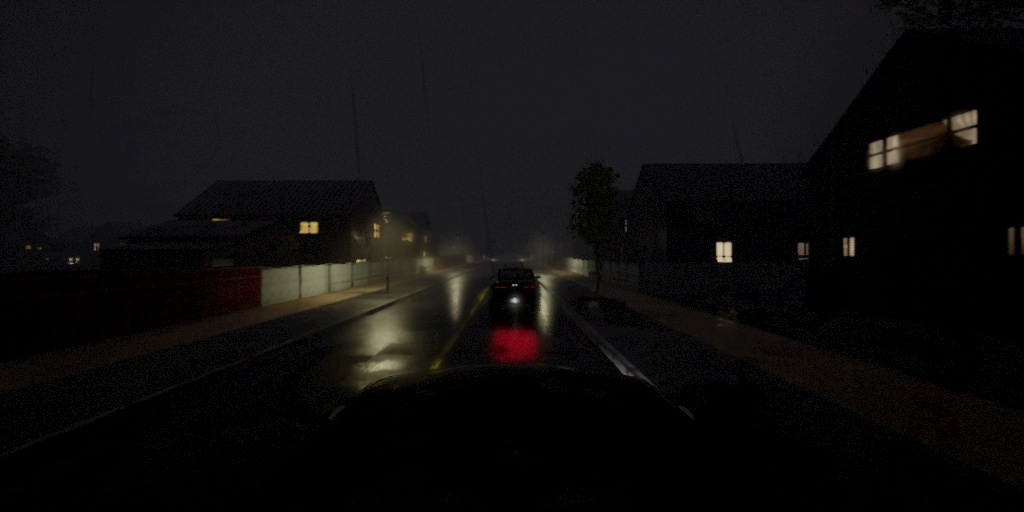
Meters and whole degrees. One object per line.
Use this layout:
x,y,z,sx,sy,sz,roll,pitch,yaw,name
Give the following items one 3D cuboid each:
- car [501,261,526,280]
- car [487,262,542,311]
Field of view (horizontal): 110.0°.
0.113,1.138,29.370,1.895,1.301,4.718,0,0,0,car
0.106,1.163,13.879,1.837,1.490,4.892,0,1,0,car
